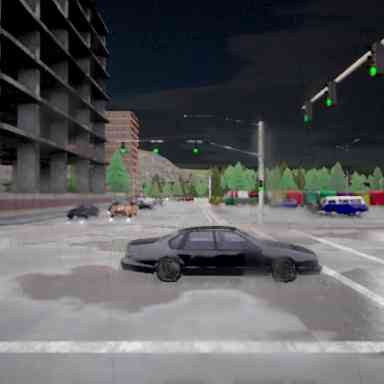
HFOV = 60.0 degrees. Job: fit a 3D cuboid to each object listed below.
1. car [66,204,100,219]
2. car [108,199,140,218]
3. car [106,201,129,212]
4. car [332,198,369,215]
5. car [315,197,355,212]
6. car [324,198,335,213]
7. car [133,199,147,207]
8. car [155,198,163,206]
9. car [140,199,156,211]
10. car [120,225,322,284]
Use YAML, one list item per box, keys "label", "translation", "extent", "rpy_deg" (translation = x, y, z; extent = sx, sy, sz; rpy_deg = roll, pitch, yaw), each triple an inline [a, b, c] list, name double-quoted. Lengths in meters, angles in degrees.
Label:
- label: "car"
  translation: [-10.692, 1.917, 33.202]
  extent: [2.033, 1.411, 5.357]
  rpy_deg: [0, -1, 0]
- label: "car"
  translation: [-7.178, 1.745, 35.299]
  extent: [2.097, 1.767, 4.553]
  rpy_deg: [0, -1, 0]
- label: "car"
  translation: [-10.596, 2.079, 47.834]
  extent: [2.033, 1.411, 5.357]
  rpy_deg: [0, -1, 0]
- label: "car"
  translation: [21.779, 1.955, 45.288]
  extent: [3.806, 1.475, 1.970]
  rpy_deg: [0, -1, 1]
- label: "car"
  translation: [21.804, 1.775, 50.869]
  extent: [4.605, 1.855, 1.932]
  rpy_deg: [0, -1, 1]
- label: "car"
  translation: [21.818, 1.956, 48.183]
  extent: [3.905, 1.438, 1.784]
  rpy_deg: [0, -1, 1]
- label: "car"
  translation: [-10.380, 2.237, 66.887]
  extent: [2.128, 1.511, 4.902]
  rpy_deg: [0, -1, 0]
- label: "car"
  translation: [-6.873, 2.056, 67.534]
  extent: [1.837, 1.490, 4.892]
  rpy_deg: [0, -1, 0]
- label: "car"
  translation: [-7.074, 2.166, 50.882]
  extent: [1.895, 1.301, 4.718]
  rpy_deg: [0, -1, 0]
- label: "car"
  translation: [0.739, 1.683, 9.462]
  extent: [5.357, 1.411, 2.033]
  rpy_deg: [0, -1, 1]
